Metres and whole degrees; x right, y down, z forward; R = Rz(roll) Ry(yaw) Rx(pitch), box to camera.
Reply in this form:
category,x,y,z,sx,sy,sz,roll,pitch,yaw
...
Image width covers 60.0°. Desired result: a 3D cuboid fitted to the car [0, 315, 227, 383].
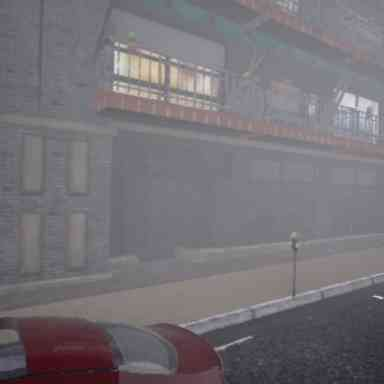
category,x,y,z,sx,sy,sz,roll,pitch,yaw
car,-1.592,1.538,1.812,4.206,1.307,1.802,1,1,-34
